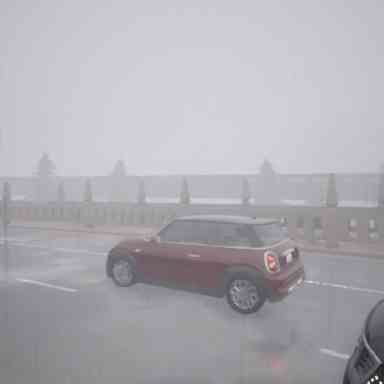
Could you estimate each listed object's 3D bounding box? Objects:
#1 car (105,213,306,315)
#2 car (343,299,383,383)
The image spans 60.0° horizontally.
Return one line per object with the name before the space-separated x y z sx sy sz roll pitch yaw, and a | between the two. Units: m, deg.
car | 0.126 1.315 7.698 4.553 1.767 2.097 0 0 33
car | 3.593 1.204 1.246 5.566 2.045 2.150 0 0 36
